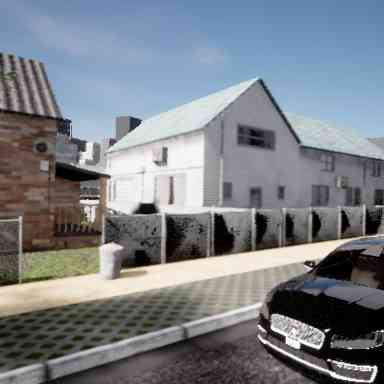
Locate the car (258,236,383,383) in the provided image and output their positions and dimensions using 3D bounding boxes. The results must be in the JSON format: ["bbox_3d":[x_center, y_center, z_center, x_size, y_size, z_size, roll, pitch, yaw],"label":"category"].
[{"bbox_3d":[3.164,1.538,5.324,4.892,1.490,1.837,0,0,-35],"label":"car"}]
